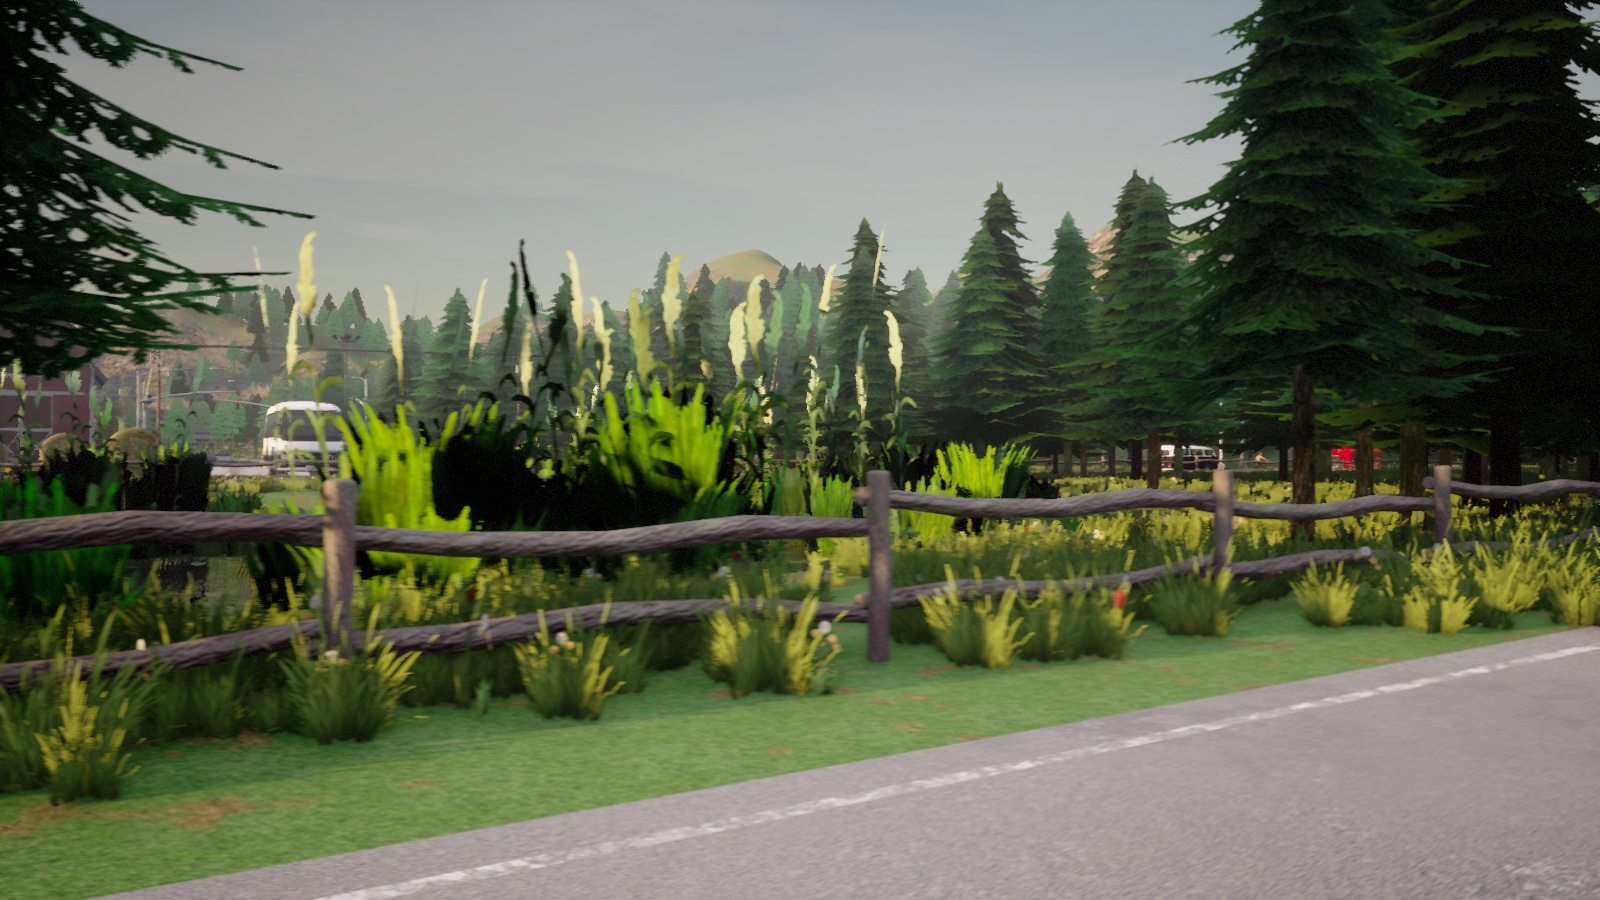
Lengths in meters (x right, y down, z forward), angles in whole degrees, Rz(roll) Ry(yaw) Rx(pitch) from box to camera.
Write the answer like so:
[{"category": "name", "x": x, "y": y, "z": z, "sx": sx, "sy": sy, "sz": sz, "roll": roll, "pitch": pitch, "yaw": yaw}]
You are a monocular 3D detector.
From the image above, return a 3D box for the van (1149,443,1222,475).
[{"category": "van", "x": 25.388, "y": 0.596, "z": 82.705, "sx": 4.480, "sy": 2.038, "sz": 2.069, "roll": 0, "pitch": 0, "yaw": -29}]

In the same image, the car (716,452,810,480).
[{"category": "car", "x": -2.092, "y": 0.874, "z": 71.709, "sx": 5.008, "sy": 1.535, "sz": 1.882, "roll": 0, "pitch": 0, "yaw": -28}]

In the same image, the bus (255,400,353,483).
[{"category": "bus", "x": -27.613, "y": -0.395, "z": 69.559, "sx": 3.944, "sy": 4.253, "sz": 10.273, "roll": 1, "pitch": -1, "yaw": -27}]
